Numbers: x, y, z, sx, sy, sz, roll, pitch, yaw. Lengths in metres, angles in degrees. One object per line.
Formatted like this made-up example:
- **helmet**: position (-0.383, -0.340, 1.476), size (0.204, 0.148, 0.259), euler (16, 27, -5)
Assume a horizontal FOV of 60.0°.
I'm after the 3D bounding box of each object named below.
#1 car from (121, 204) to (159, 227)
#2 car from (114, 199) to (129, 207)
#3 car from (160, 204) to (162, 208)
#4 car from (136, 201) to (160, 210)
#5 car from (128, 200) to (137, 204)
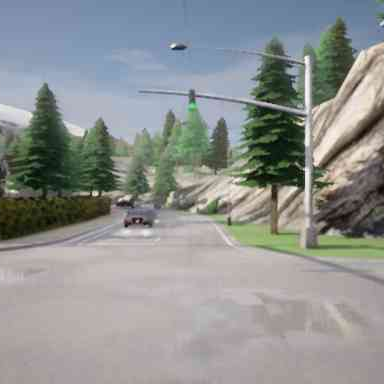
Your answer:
- **car**: position (-3.768, 1.812, 24.579), size (1.994, 1.385, 4.181), euler (0, -1, -2)
- **car**: position (-12.363, 2.095, 61.304), size (5.008, 1.535, 1.882), euler (-1, -1, 42)
- **car**: position (-6.496, 2.078, 52.750), size (2.033, 1.411, 5.357), euler (0, -1, -27)
- **car**: position (-4.431, 1.860, 33.133), size (1.812, 1.442, 4.674), euler (0, -1, -8)
- **car**: position (-6.644, 1.937, 42.943), size (1.837, 1.490, 4.892), euler (0, -1, -18)
